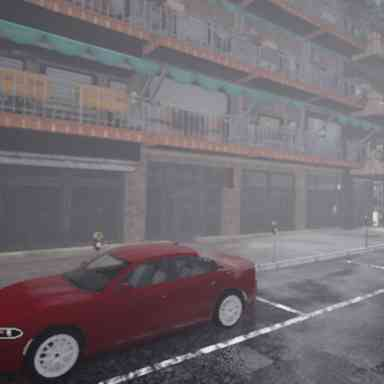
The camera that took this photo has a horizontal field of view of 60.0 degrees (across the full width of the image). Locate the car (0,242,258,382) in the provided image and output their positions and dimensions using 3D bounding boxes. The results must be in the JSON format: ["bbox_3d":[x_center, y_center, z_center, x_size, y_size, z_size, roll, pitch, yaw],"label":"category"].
[{"bbox_3d":[-0.885,1.569,5.454,4.507,1.381,1.887,1,0,-35],"label":"car"}]
